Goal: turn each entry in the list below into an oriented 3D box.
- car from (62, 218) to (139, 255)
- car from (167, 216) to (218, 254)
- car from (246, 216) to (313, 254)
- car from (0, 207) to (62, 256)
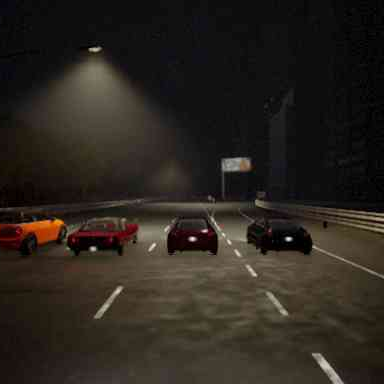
[{"bbox_3d":[-3.474,1.733,13.950,1.895,1.301,4.718,0,0,0],"label":"car"},{"bbox_3d":[0.031,1.698,14.119,1.994,1.385,4.181,0,0,0],"label":"car"},{"bbox_3d":[3.531,1.698,14.109,1.994,1.385,4.181,0,-1,0],"label":"car"},{"bbox_3d":[-6.972,1.482,13.928,2.097,1.767,4.553,0,-1,0],"label":"car"}]
